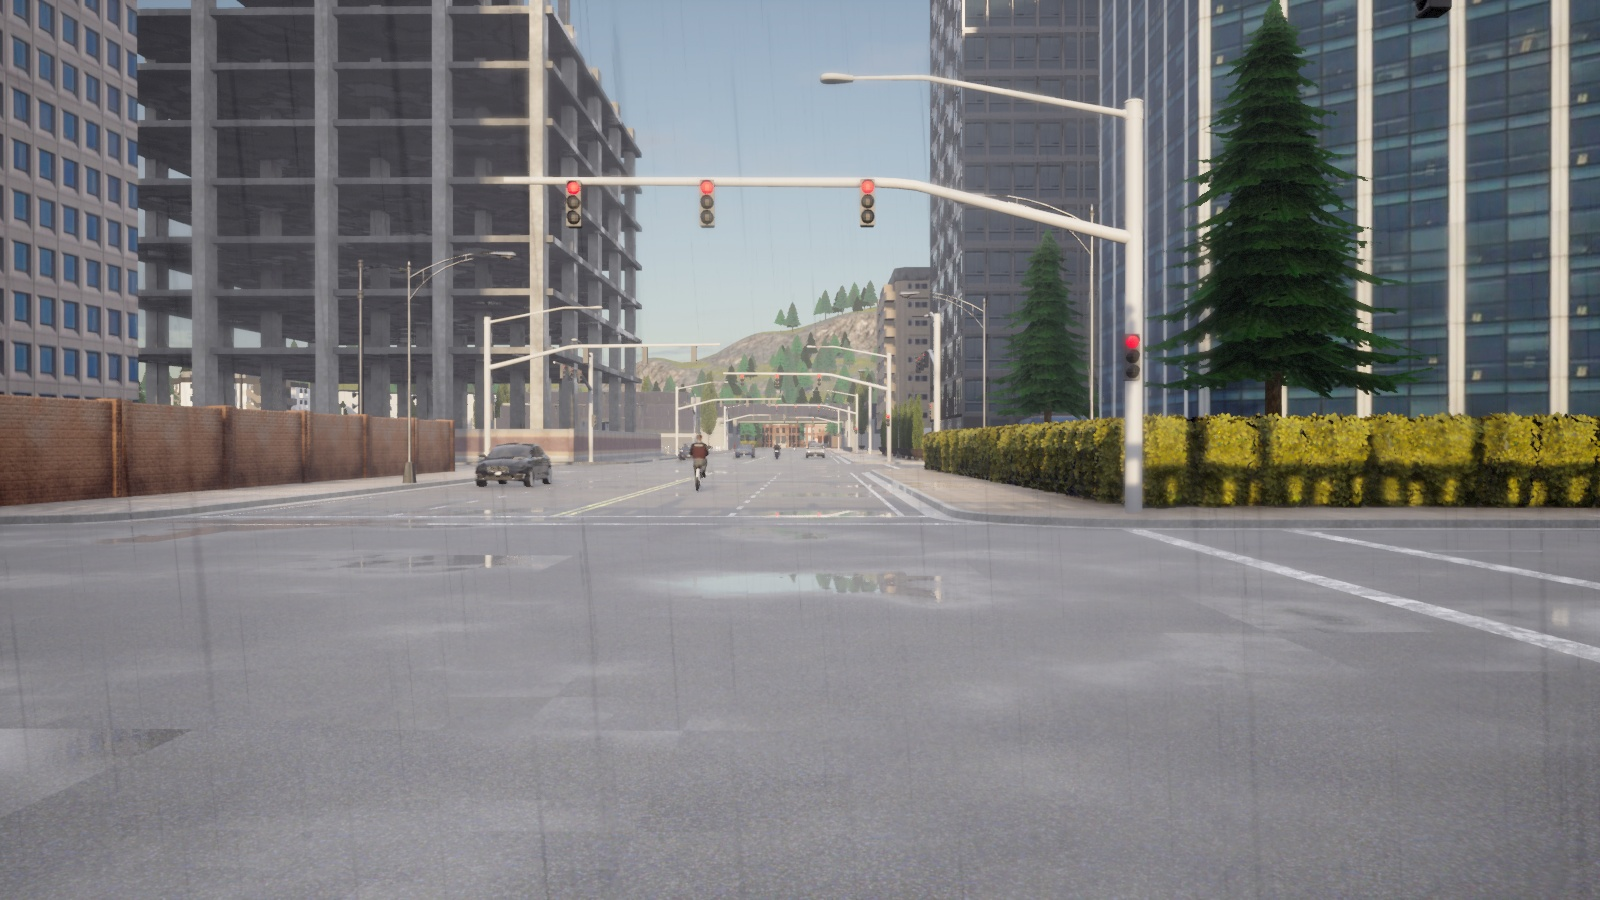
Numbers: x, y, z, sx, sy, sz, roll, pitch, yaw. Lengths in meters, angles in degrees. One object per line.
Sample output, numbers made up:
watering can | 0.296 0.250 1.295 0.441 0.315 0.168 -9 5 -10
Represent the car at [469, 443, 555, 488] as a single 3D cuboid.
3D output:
car | -9.952 0.496 43.804 1.837 1.490 4.892 0 0 1
